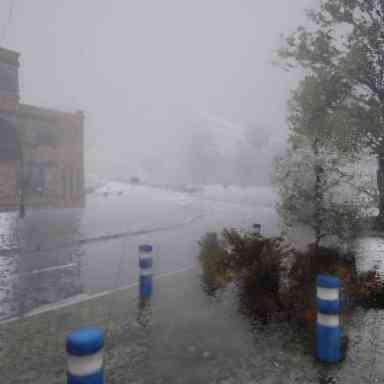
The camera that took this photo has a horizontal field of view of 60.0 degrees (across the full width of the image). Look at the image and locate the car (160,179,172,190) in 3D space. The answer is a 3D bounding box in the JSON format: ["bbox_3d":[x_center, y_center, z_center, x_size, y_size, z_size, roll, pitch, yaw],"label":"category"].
[{"bbox_3d":[-3.144,-1.286,66.645,2.435,2.045,5.566,6,5,36],"label":"car"}]

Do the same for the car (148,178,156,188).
[{"bbox_3d":[-6.493,-1.668,71.620,2.185,1.767,4.553,5,5,36],"label":"car"}]

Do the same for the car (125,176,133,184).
[{"bbox_3d":[-13.193,-2.531,81.591,2.163,1.488,4.792,5,5,35],"label":"car"}]

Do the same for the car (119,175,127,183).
[{"bbox_3d":[-14.883,-3.065,84.046,2.435,2.045,5.566,5,5,35],"label":"car"}]

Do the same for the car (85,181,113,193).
[{"bbox_3d":[-14.371,-0.416,52.937,2.163,1.488,4.792,4,6,34],"label":"car"}]

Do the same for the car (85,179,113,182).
[{"bbox_3d":[-16.084,-0.817,55.304,2.185,1.767,4.553,5,6,34],"label":"car"}]

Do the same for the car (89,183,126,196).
[{"bbox_3d":[-12.663,-0.157,50.530,2.002,1.452,4.674,4,6,34],"label":"car"}]

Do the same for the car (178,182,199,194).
[{"bbox_3d":[0.185,-0.530,61.726,2.097,1.535,5.008,5,5,36],"label":"car"}]

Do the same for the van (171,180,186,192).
[{"bbox_3d":[-1.399,-1.012,64.289,1.878,1.987,4.442,5,5,36],"label":"van"}]

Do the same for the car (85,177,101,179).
[{"bbox_3d":[-19.525,-1.311,60.071,2.185,1.767,4.553,5,6,34],"label":"car"}]

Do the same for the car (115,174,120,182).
[{"bbox_3d":[-16.628,-3.067,86.504,2.231,1.521,4.892,5,5,35],"label":"car"}]

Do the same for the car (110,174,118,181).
[{"bbox_3d":[-18.320,-3.573,88.961,2.435,2.045,5.566,5,5,35],"label":"car"}]

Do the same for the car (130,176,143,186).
[{"bbox_3d":[-11.505,-2.304,79.096,2.231,1.521,4.892,6,5,35],"label":"car"}]

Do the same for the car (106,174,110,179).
[{"bbox_3d":[-20.177,-3.571,91.236,1.946,1.575,5.366,6,5,35],"label":"car"}]

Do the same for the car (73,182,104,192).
[{"bbox_3d":[-17.844,-0.907,57.651,2.163,1.488,4.792,5,6,34],"label":"car"}]

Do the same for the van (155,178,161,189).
[{"bbox_3d":[-4.864,-1.512,69.057,1.878,1.987,4.442,6,5,36],"label":"van"}]

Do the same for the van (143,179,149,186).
[{"bbox_3d":[-8.075,-2.026,74.216,1.878,1.987,4.442,5,5,36],"label":"van"}]
